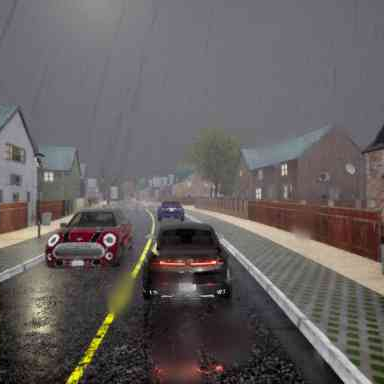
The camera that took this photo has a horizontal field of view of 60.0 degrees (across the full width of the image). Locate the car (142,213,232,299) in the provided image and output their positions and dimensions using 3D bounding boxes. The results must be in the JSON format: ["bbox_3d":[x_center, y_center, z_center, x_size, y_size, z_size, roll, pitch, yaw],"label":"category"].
[{"bbox_3d":[-0.161,1.516,8.498,1.837,1.490,4.892,0,0,-2],"label":"car"}]

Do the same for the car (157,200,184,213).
[{"bbox_3d":[-1.847,1.435,27.957,2.097,1.767,4.553,0,0,-7],"label":"car"}]

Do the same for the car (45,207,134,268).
[{"bbox_3d":[-3.256,1.366,11.359,2.097,1.767,4.553,0,0,-3],"label":"car"}]
